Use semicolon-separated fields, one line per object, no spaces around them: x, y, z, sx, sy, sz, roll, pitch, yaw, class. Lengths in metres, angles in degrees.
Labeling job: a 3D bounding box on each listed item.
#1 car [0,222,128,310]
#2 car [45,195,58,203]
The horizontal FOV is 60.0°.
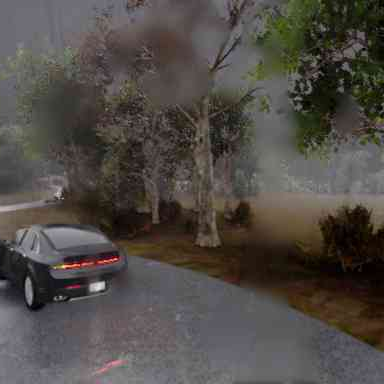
-3.326;1.493;7.961;1.837;1.490;4.892;0;0;-41;car
-26.373;1.313;62.850;1.994;1.385;4.181;-2;2;-11;car
